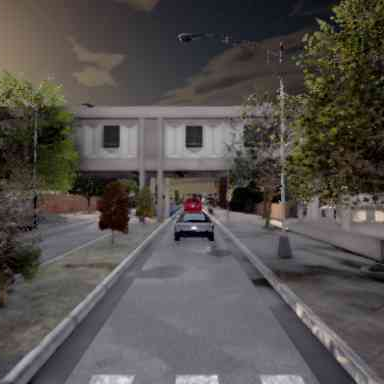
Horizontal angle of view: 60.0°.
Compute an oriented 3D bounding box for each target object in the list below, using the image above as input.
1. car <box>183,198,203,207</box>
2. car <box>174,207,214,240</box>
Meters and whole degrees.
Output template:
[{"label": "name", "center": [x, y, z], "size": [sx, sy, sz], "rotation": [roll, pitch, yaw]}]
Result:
[{"label": "car", "center": [0.107, 1.807, 41.055], "size": [2.150, 2.045, 5.566], "rotation": [0, -2, 0]}, {"label": "car", "center": [0.103, 1.684, 17.615], "size": [1.994, 1.385, 4.181], "rotation": [0, -1, 0]}]
